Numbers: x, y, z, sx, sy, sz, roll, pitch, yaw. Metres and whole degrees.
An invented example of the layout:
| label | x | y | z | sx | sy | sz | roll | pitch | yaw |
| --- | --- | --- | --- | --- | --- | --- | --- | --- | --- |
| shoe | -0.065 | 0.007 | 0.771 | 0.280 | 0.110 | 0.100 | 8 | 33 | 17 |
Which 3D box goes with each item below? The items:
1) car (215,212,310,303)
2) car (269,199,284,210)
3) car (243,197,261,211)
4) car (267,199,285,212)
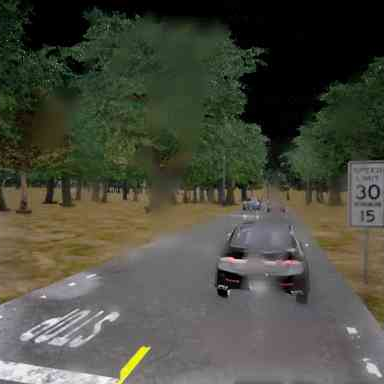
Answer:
| label | x | y | z | sx | sy | sz | roll | pitch | yaw |
| --- | --- | --- | --- | --- | --- | --- | --- | --- | --- |
| car | 1.807 | 1.489 | 8.308 | 2.128 | 1.511 | 4.902 | 0 | 0 | 15 |
| car | 12.205 | 1.703 | 48.029 | 2.033 | 1.411 | 5.357 | 0 | -1 | 15 |
| car | 7.833 | 1.456 | 43.172 | 2.097 | 1.767 | 4.553 | 0 | 0 | 15 |
| car | 9.713 | 1.636 | 38.383 | 1.994 | 1.385 | 4.181 | 0 | 0 | 15 |
